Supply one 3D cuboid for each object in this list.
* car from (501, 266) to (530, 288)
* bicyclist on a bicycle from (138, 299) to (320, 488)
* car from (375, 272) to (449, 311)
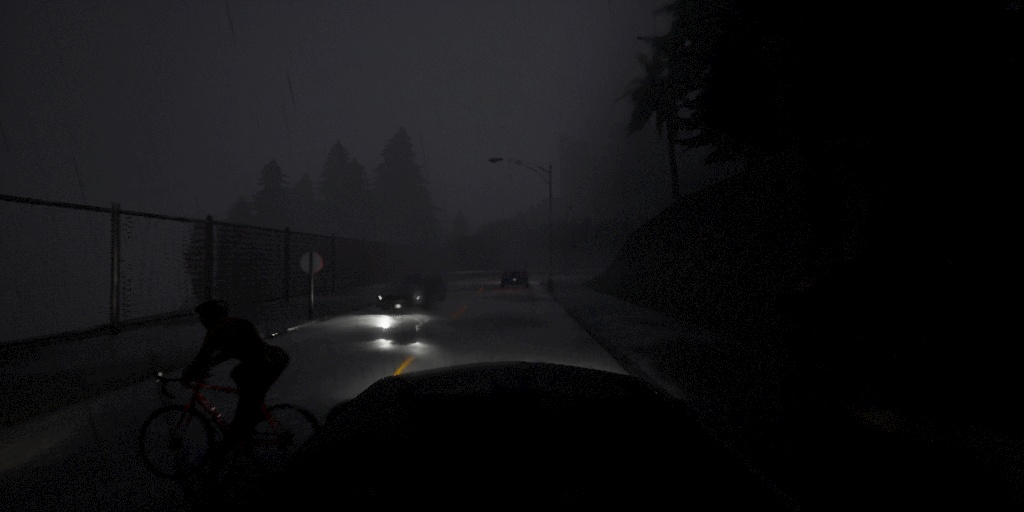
[{"bbox_3d":[0.276,1.444,26.412,1.882,1.535,5.008,0,0,3],"label":"car"},{"bbox_3d":[-2.542,1.215,3.238,1.656,1.620,0.582,-1,0,-1],"label":"bicyclist on a bicycle"},{"bbox_3d":[-4.010,1.417,15.378,2.033,1.411,5.357,0,-1,1],"label":"car"}]
